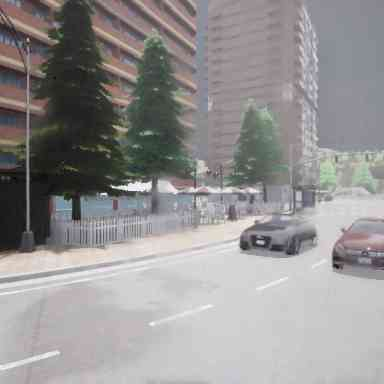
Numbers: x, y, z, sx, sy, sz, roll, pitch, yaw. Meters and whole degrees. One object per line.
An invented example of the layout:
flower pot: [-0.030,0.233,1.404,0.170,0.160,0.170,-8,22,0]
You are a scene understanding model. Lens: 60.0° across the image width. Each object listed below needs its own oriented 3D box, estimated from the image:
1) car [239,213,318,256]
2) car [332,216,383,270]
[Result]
car: [3.536,1.564,13.219,1.994,1.385,4.181,0,0,35]
car: [5.865,1.526,10.495,1.812,1.442,4.674,0,0,37]
